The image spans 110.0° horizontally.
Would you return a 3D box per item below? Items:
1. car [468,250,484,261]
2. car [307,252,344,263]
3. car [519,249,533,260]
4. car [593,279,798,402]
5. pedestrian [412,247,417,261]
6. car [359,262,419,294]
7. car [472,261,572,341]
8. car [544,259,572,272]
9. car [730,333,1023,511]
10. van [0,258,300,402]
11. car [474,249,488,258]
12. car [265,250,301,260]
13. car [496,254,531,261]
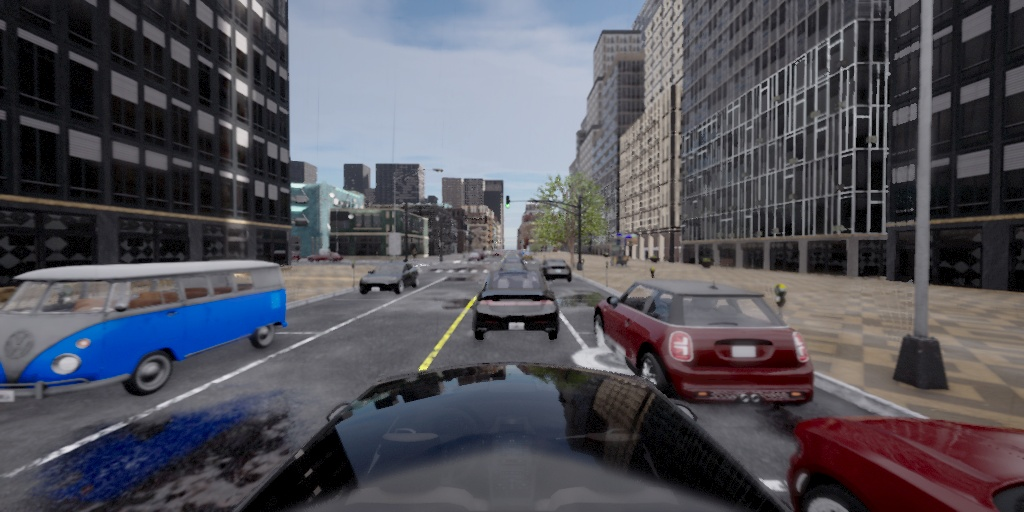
[{"bbox_3d":[-5.748,0.133,55.190,1.802,1.307,4.207,0,0,0],"label":"car"},{"bbox_3d":[-22.867,0.143,44.082,4.207,1.307,1.802,0,0,-1],"label":"car"},{"bbox_3d":[2.626,-0.050,60.921,1.751,1.417,4.829,0,0,0],"label":"car"},{"bbox_3d":[2.686,1.090,6.118,1.967,1.591,4.097,0,0,0],"label":"car"},{"bbox_3d":[-12.799,-0.230,47.162,0.375,1.860,0.375,0,0,-1],"label":"pedestrian"},{"bbox_3d":[-5.706,0.970,17.184,1.948,1.339,4.313,0,0,0],"label":"car"},{"bbox_3d":[0.089,1.072,9.262,2.128,1.511,4.902,0,1,0],"label":"car"},{"bbox_3d":[2.668,0.843,22.731,1.948,1.339,4.313,0,0,0],"label":"car"},{"bbox_3d":[2.692,1.320,0.580,1.888,1.381,4.507,0,0,0],"label":"car"},{"bbox_3d":[-5.694,0.993,6.108,1.690,1.789,3.998,0,0,0],"label":"van"},{"bbox_3d":[-5.754,-0.259,60.740,2.192,1.841,5.009,0,0,0],"label":"car"},{"bbox_3d":[-28.415,-0.064,43.997,4.097,1.591,1.967,0,0,-1],"label":"car"},{"bbox_3d":[0.071,0.771,25.863,1.994,1.385,4.181,0,1,0],"label":"car"}]
